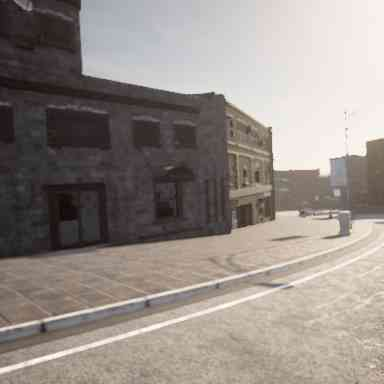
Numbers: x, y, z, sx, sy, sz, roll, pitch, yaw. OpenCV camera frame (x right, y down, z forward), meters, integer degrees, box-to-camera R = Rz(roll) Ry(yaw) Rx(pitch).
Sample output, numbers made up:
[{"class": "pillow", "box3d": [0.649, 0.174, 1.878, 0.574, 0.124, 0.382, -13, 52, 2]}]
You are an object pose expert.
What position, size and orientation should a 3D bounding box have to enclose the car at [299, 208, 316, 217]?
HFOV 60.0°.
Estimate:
[{"class": "car", "box3d": [21.438, 3.735, 61.792, 2.128, 1.511, 4.902, -3, -3, -2]}]
